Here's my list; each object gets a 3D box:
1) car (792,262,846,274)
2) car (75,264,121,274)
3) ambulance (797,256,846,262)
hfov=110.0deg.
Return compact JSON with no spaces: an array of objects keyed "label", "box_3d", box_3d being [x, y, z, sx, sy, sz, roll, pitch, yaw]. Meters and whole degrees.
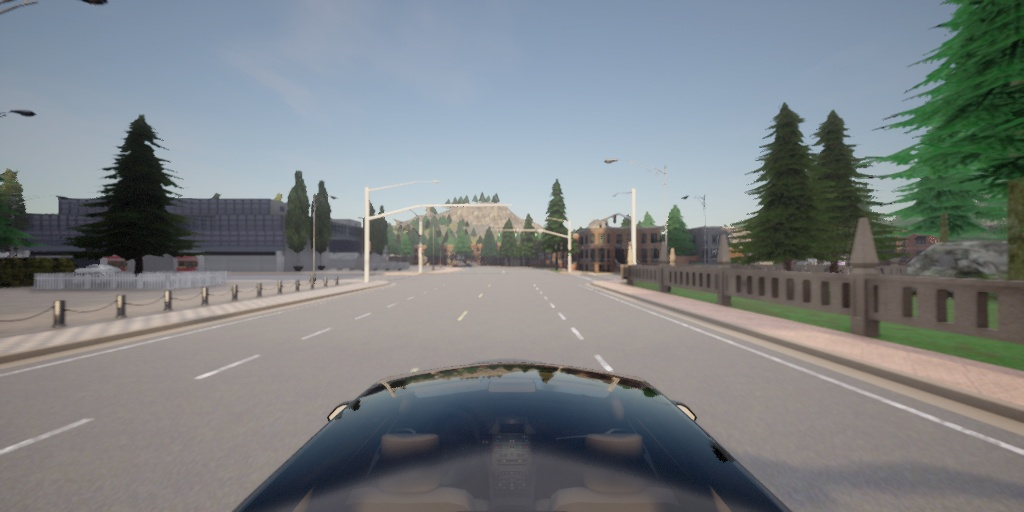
[{"label":"car","box_3d":[36.402,1.746,42.255,4.892,1.490,1.837,0,-1,0]},{"label":"car","box_3d":[-48.950,1.723,42.226,4.674,1.442,1.812,0,-1,0]},{"label":"ambulance","box_3d":[38.690,1.281,45.761,6.366,2.431,2.351,0,-1,0]}]
